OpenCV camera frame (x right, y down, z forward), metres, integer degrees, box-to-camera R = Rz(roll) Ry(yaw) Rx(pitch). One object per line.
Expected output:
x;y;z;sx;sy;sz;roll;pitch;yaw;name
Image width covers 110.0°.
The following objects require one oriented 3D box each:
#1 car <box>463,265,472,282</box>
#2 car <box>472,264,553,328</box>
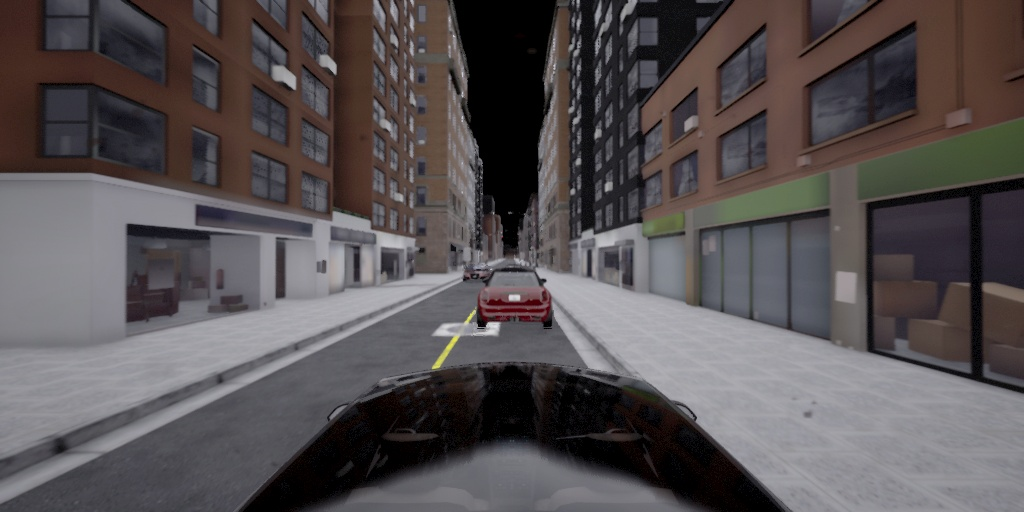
-2.859;1.394;29.577;1.994;1.385;4.181;0;0;0;car
0.076;1.130;11.588;2.097;1.767;4.553;0;0;0;car
